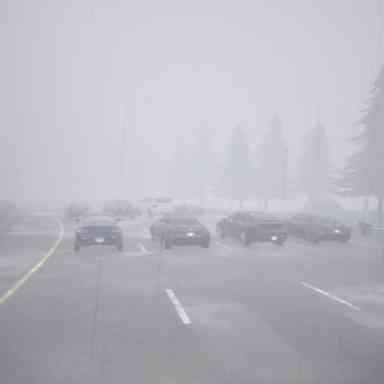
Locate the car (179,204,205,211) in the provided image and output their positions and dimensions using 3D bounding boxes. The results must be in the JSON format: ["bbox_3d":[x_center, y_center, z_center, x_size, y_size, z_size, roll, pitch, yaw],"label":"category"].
[{"bbox_3d":[-0.639,1.842,33.799,1.895,1.301,4.718,1,0,-28],"label":"car"}]

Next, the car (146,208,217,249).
[{"bbox_3d":[-0.637,1.669,15.216,1.994,1.385,4.181,1,0,-17],"label":"car"}]

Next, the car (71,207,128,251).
[{"bbox_3d":[-4.030,1.580,14.345,1.812,1.442,4.674,1,0,-17],"label":"car"}]

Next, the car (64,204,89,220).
[{"bbox_3d":[-9.943,1.686,28.934,1.895,1.301,4.718,1,0,-28],"label":"car"}]

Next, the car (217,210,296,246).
[{"bbox_3d":[2.726,1.663,16.189,1.837,1.490,4.892,1,0,-17],"label":"car"}]

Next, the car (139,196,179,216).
[{"bbox_3d":[-3.687,1.406,32.096,2.150,2.045,5.566,1,0,-28],"label":"car"}]

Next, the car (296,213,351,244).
[{"bbox_3d":[6.075,1.770,17.189,1.994,1.385,4.181,1,0,-17],"label":"car"}]

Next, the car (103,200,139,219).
[{"bbox_3d":[-6.828,1.487,30.531,2.097,1.767,4.553,1,-1,-28],"label":"car"}]
